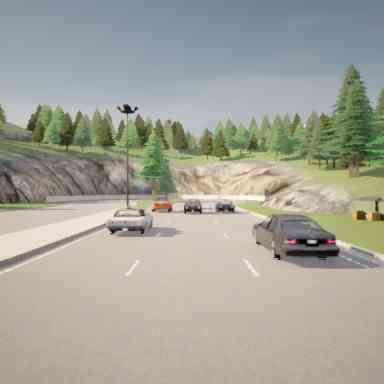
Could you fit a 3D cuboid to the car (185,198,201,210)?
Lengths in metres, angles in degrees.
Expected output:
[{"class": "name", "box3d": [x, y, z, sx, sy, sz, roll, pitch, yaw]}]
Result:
[{"class": "car", "box3d": [0.184, 1.564, 44.392, 1.994, 1.385, 4.181, 0, 0, 2]}]

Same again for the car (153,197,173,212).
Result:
[{"class": "car", "box3d": [-3.390, 1.352, 39.037, 2.097, 1.767, 4.553, 0, 0, 0]}]

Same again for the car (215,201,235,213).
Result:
[{"class": "car", "box3d": [3.602, 1.601, 37.166, 1.895, 1.301, 4.718, 0, 0, 0]}]

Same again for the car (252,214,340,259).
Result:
[{"class": "car", "box3d": [3.600, 1.547, 12.498, 2.033, 1.411, 5.357, 0, 0, 0]}]

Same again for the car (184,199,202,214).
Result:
[{"class": "car", "box3d": [0.099, 1.601, 35.632, 1.895, 1.301, 4.718, 0, 0, 0]}]

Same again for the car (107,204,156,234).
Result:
[{"class": "car", "box3d": [-3.400, 1.601, 19.089, 1.895, 1.301, 4.718, 0, 0, 0]}]
